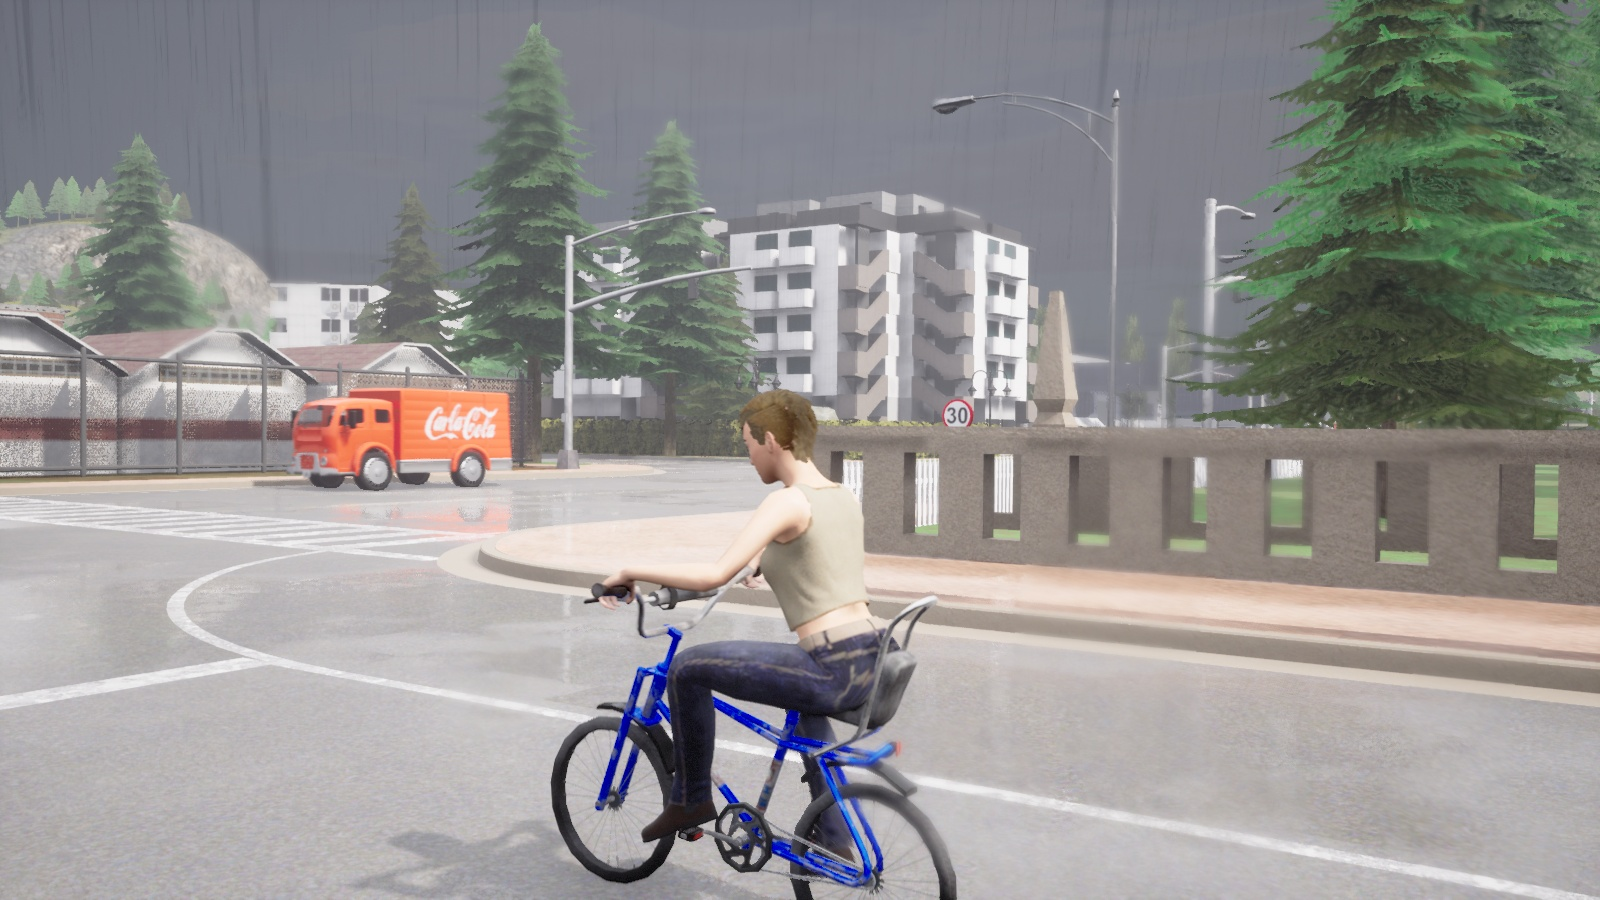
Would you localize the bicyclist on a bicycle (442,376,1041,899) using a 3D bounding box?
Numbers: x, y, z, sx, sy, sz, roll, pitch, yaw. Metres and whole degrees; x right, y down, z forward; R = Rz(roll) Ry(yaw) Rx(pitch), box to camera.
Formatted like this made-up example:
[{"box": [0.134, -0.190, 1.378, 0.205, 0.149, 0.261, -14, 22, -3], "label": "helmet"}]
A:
[{"box": [-0.197, 0.621, 3.760, 1.509, 1.612, 0.866, 4, 3, 33], "label": "bicyclist on a bicycle"}]

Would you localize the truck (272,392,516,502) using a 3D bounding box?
[{"box": [-9.946, -0.107, 31.172, 2.627, 2.467, 5.204, 0, 1, 35], "label": "truck"}]
